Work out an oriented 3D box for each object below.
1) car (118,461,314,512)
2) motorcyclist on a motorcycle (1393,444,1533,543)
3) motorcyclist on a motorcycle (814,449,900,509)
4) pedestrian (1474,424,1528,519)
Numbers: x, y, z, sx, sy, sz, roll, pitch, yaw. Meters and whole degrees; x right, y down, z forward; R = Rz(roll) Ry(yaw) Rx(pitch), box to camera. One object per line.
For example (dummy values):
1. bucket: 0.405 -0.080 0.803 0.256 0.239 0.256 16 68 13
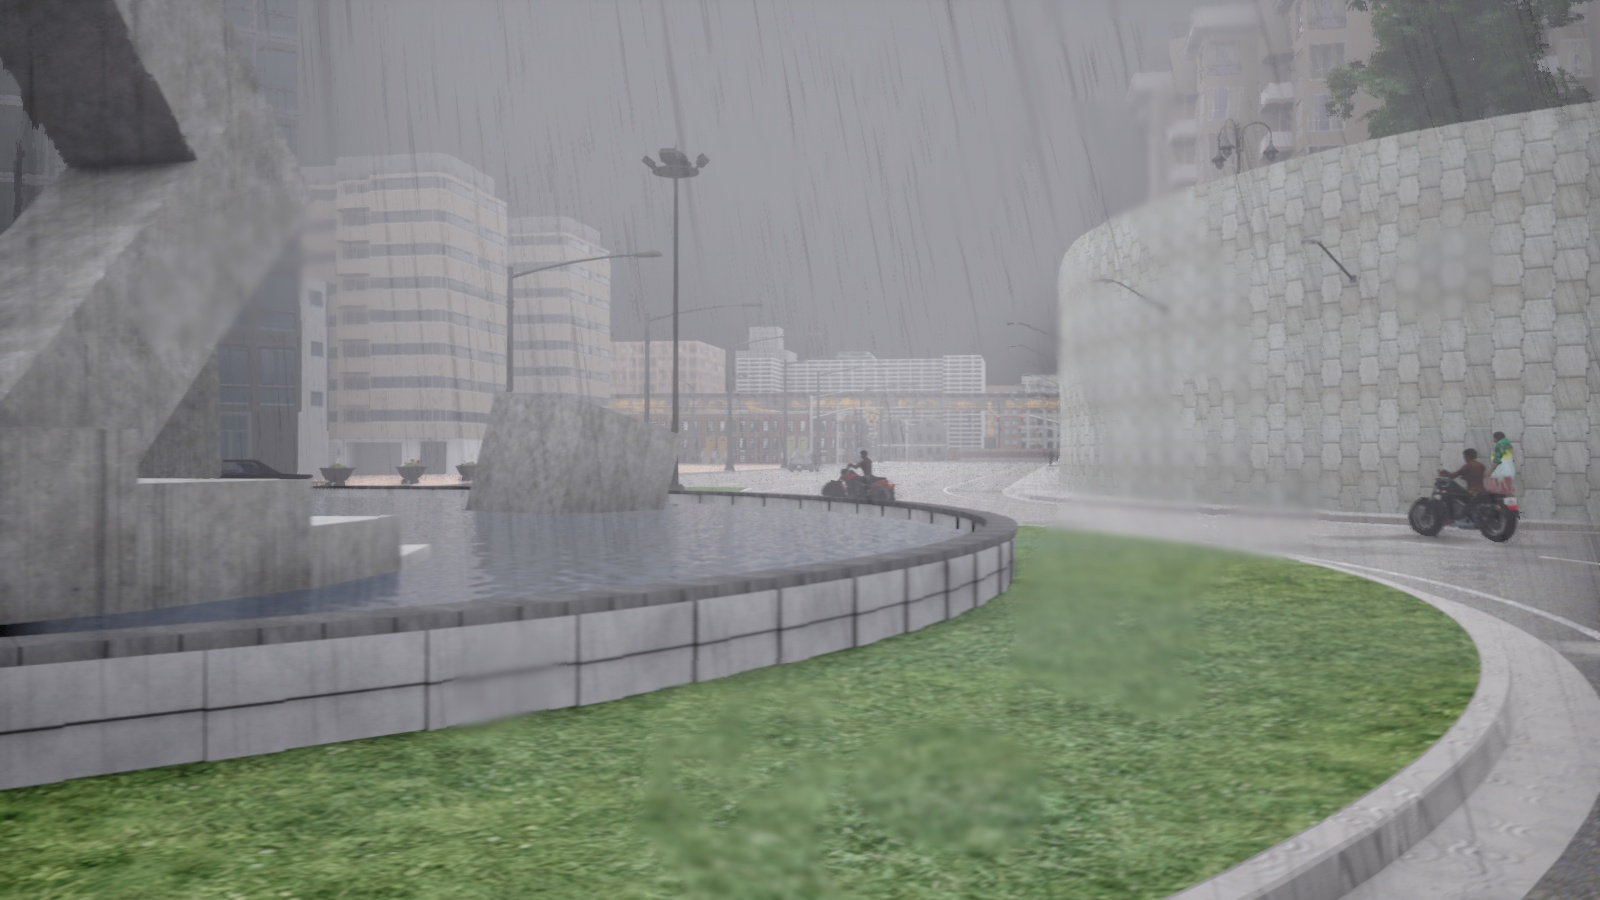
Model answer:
1. car: -16.482 0.989 35.574 4.718 1.301 1.895 0 0 -40
2. motorcyclist on a motorcycle: 11.605 0.731 22.095 0.766 1.649 2.350 -1 0 -15
3. motorcyclist on a motorcycle: 1.599 0.795 35.532 2.350 1.649 0.766 0 0 35
4. pedestrian: 14.606 0.441 26.172 0.873 1.952 0.659 0 0 40
